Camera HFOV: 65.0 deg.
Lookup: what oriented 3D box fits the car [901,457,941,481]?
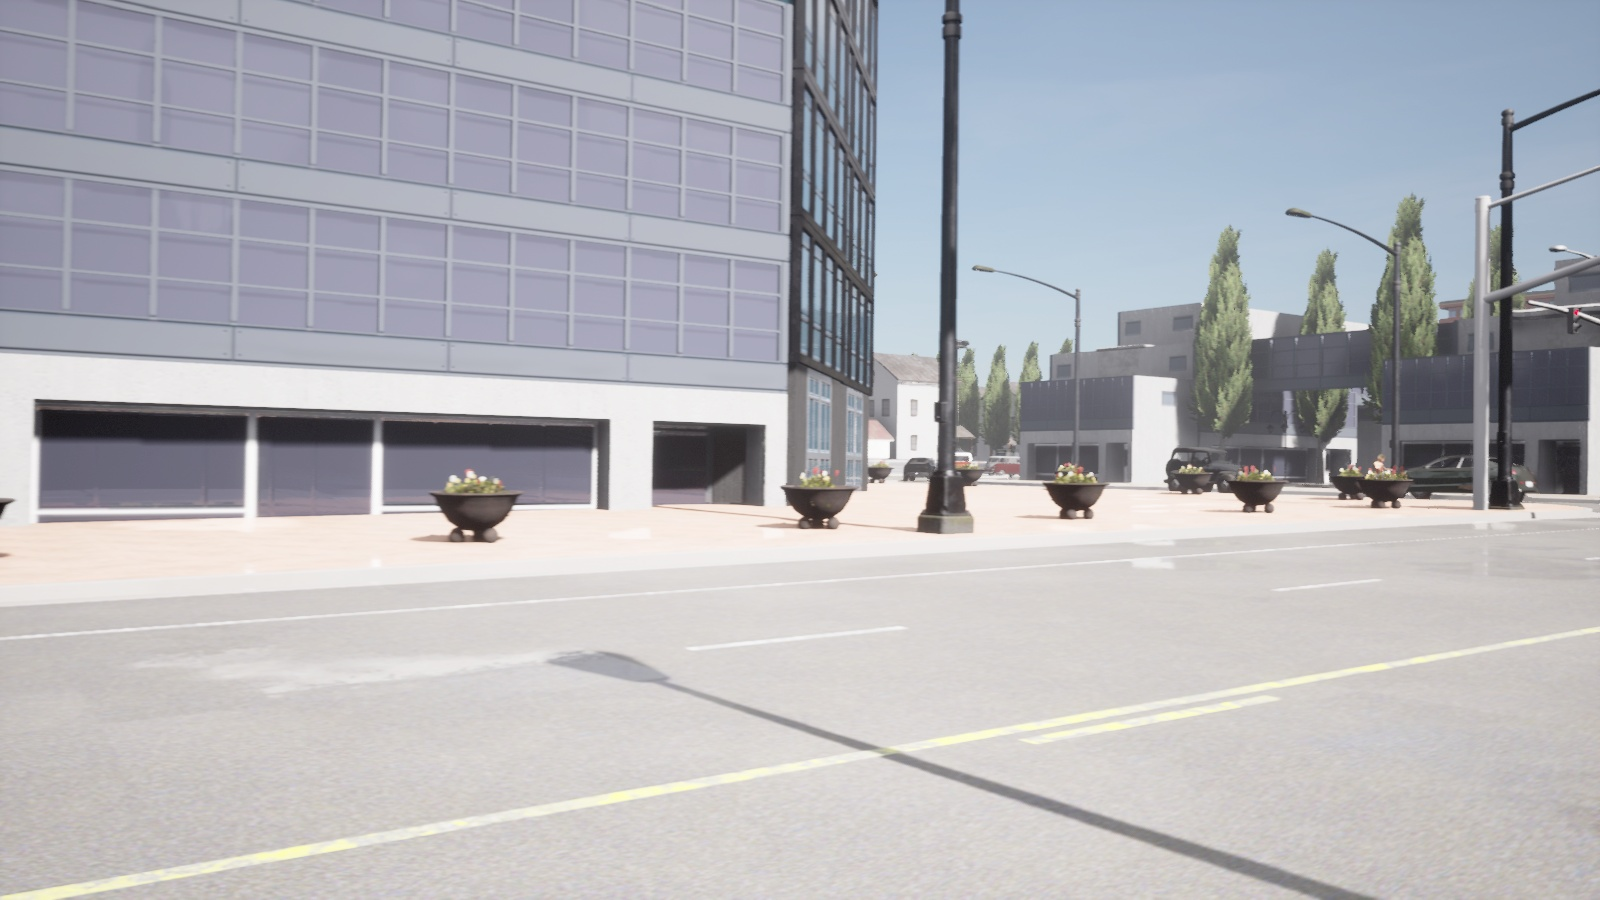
[{"bbox_3d":[7.689,1.205,79.540,1.837,1.490,4.892,0,-1,14],"label":"car"}]

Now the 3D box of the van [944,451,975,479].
[{"bbox_3d":[11.914,1.123,93.914,2.069,2.038,4.480,1,-1,5],"label":"van"}]

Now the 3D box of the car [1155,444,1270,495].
[{"bbox_3d":[16.071,0.748,49.076,1.905,1.878,3.866,1,-1,-35],"label":"car"}]

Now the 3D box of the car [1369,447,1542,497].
[{"bbox_3d":[23.237,0.755,44.685,2.152,1.651,5.027,1,-1,-34],"label":"car"}]
